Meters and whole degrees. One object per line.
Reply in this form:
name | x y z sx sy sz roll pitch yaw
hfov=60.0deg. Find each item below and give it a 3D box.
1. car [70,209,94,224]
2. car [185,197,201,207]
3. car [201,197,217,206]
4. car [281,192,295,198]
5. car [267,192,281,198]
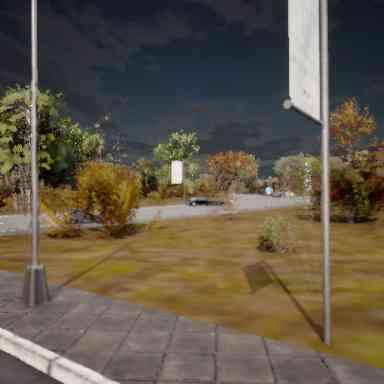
car | -8.030 1.782 27.553 1.994 1.385 4.181 -1 0 39
car | 0.658 1.564 55.293 1.882 1.535 5.008 -1 0 38
car | 4.021 1.634 53.892 1.895 1.301 4.718 -1 1 38
car | 25.630 0.723 87.585 1.882 1.535 5.008 0 1 1
car | 22.194 0.815 88.721 1.994 1.385 4.181 0 1 1
